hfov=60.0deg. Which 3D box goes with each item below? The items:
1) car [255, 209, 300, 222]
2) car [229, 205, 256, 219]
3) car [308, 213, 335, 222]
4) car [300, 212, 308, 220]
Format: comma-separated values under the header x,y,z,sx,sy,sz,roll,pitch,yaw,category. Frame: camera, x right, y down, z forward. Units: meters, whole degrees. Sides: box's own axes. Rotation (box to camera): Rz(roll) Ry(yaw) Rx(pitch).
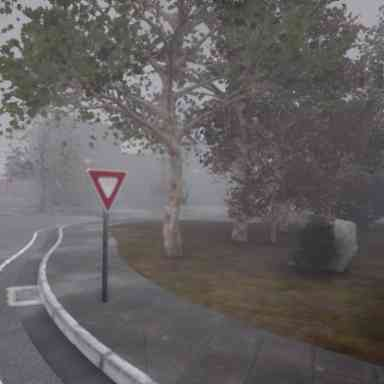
x,y,z,sx,sy,sz,roll,pitch,yaw,category
10.160,2.746,39.257,5.008,1.535,1.882,5,-2,-40,car
6.952,2.309,40.696,5.566,2.045,2.150,5,-2,-39,car
18.780,3.548,46.538,4.892,1.490,1.837,4,-2,-39,car
15.550,3.237,47.952,4.553,1.767,2.097,4,-2,-39,car
